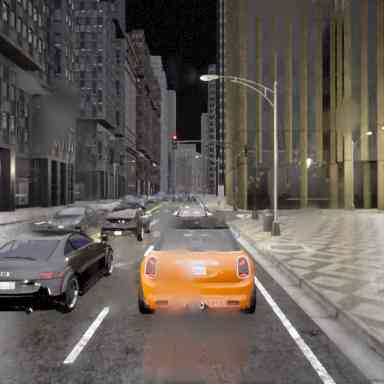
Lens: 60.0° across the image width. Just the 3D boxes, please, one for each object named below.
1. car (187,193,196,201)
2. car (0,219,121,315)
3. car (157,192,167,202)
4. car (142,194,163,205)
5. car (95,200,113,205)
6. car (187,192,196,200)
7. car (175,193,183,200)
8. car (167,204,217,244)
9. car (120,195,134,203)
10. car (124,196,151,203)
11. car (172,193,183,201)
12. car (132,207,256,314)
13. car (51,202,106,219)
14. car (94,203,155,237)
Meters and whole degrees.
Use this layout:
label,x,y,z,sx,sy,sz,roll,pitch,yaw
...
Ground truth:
label,x,y,z,sx,sy,sz,roll,pitch,yaw
car,-0.077,1.345,74.313,1.812,1.442,4.674,0,0,0
car,-3.164,1.562,7.667,1.994,1.385,4.181,0,0,0
car,-6.574,1.067,70.444,2.150,2.045,5.566,0,0,0
car,-6.646,1.439,56.223,2.033,1.411,5.357,0,0,0
car,-9.890,1.554,36.707,1.895,1.301,4.718,0,0,0
car,-0.088,0.982,84.287,2.097,1.767,4.553,0,0,0
car,-3.338,1.126,84.315,1.837,1.490,4.892,0,0,0
car,0.015,1.480,16.770,2.128,1.511,4.902,0,0,1
car,-9.896,1.258,51.994,2.097,1.767,4.553,0,0,0
car,-6.431,1.492,39.784,2.033,1.411,5.357,0,0,-4
car,-3.327,1.176,74.279,2.097,1.767,4.553,0,0,0
car,0.096,1.350,7.764,2.097,1.767,4.553,0,0,0
car,-6.620,1.512,19.112,1.812,1.442,4.674,0,0,0
car,-3.165,1.494,16.563,1.837,1.490,4.892,0,0,0
